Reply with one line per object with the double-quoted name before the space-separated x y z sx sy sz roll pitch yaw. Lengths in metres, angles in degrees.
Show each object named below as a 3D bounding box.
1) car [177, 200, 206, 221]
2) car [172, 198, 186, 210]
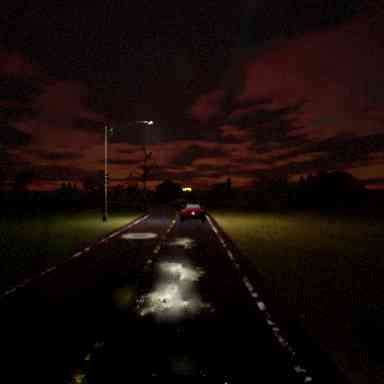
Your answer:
"car" 0.074 1.569 27.086 1.994 1.385 4.181 0 0 0
"car" -1.430 1.523 42.917 1.812 1.442 4.674 0 0 -10
